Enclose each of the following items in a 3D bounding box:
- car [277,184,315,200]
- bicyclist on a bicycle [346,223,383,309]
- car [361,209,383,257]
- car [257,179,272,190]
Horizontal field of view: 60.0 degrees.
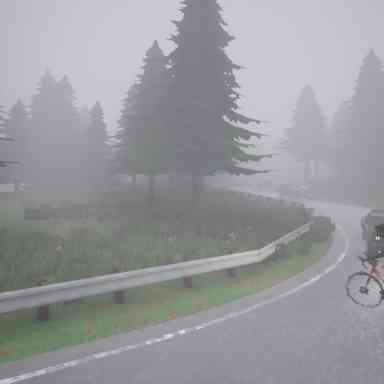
[{"bbox_3d":[10.037,-0.055,32.133,1.812,1.442,4.674,2,4,-14],"label":"car"},{"bbox_3d":[3.599,1.398,5.980,0.582,1.620,1.656,-1,-1,-44],"label":"bicyclist on a bicycle"},{"bbox_3d":[6.979,1.325,11.426,1.895,1.301,4.718,1,3,24],"label":"car"},{"bbox_3d":[10.150,-1.120,46.615,1.837,1.490,4.892,1,4,14],"label":"car"}]
